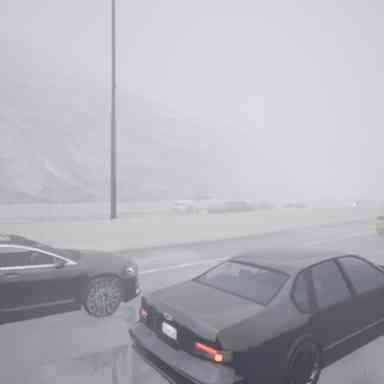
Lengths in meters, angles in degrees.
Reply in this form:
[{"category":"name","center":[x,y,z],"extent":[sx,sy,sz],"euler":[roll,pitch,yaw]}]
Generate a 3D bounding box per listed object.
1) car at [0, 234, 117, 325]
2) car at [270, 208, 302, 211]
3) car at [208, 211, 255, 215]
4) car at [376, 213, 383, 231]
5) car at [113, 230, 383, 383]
[{"category":"car","center":[-3.287,1.505,5.783],"extent":[4.902,1.511,2.128],"euler":[0,0,-36]},{"category":"car","center":[8.696,1.630,29.422],"extent":[4.718,1.301,1.895],"euler":[0,0,-43]},{"category":"car","center":[3.539,1.514,29.490],"extent":[5.008,1.535,1.882],"euler":[0,0,-42]},{"category":"car","center":[11.511,1.487,17.588],"extent":[5.008,1.535,1.882],"euler":[0,0,-41]},{"category":"car","center":[1.757,1.553,5.129],"extent":[5.357,1.411,2.033],"euler":[0,0,-37]}]
